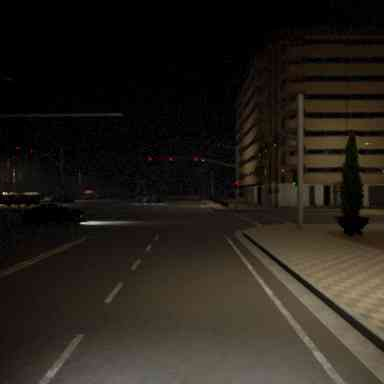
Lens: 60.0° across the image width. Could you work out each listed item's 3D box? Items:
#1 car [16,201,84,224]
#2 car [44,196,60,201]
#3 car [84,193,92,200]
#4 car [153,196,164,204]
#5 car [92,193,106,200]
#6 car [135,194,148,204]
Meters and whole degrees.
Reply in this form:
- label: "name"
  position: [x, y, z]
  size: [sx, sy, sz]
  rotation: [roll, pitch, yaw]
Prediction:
- label: "car"
  position: [-10.152, 1.580, 24.418]
  size: [4.181, 1.385, 1.994]
  rotation: [0, 0, -1]
- label: "car"
  position: [-30.218, 1.527, 71.645]
  size: [1.970, 1.475, 3.806]
  rotation: [0, 0, 0]
- label: "car"
  position: [-27.452, 1.320, 89.103]
  size: [1.905, 1.878, 3.866]
  rotation: [0, 0, 0]
- label: "car"
  position: [-7.007, 1.606, 69.794]
  size: [1.882, 1.535, 5.008]
  rotation: [0, 0, 0]
- label: "car"
  position: [-24.558, 1.317, 89.039]
  size: [1.932, 1.855, 4.605]
  rotation: [0, 0, 0]
- label: "car"
  position: [-10.507, 1.354, 69.764]
  size: [2.150, 2.045, 5.566]
  rotation: [0, 0, 0]
